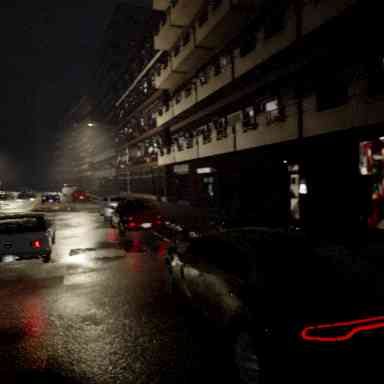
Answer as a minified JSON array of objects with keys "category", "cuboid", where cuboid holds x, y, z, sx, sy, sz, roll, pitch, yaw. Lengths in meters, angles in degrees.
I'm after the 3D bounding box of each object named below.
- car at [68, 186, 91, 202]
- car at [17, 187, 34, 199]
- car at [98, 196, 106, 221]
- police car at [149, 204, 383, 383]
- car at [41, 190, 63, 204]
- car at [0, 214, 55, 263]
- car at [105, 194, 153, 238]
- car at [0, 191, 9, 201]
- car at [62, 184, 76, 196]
[{"category":"car","cuboid":[-13.314,0.370,39.539,1.812,1.442,4.674,-3,3,-22]},{"category":"car","cuboid":[-25.354,0.124,50.812,2.097,1.767,4.553,-3,2,-23]},{"category":"car","cuboid":[-4.614,0.856,20.252,1.812,1.442,4.674,-3,2,-21]},{"category":"police car","cuboid":[0.905,1.177,5.205,1.930,1.638,5.238,-2,2,-19]},{"category":"car","cuboid":[-16.006,0.597,37.702,1.895,1.301,4.718,-3,2,-22]},{"category":"car","cuboid":[-5.353,1.335,10.434,1.895,1.301,4.718,-3,2,-20]},{"category":"car","cuboid":[-2.487,1.014,14.587,1.812,1.442,4.674,-3,2,-20]},{"category":"car","cuboid":[-27.587,0.499,47.862,2.033,1.411,5.357,-3,2,-23]},{"category":"car","cuboid":[-21.106,-0.391,57.451,2.150,2.045,5.566,-3,2,-24]}]
